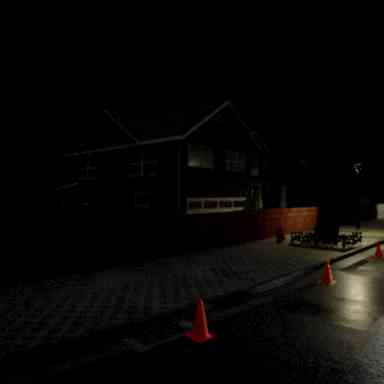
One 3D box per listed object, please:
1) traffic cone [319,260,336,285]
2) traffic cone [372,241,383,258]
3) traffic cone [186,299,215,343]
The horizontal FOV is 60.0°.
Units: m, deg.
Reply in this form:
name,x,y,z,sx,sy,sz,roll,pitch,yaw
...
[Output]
name,x,y,z,sx,sy,sz,roll,pitch,yaw
traffic cone,3.509,2.052,8.624,0.340,0.580,0.340,0,-1,43
traffic cone,6.904,2.106,12.295,0.340,0.580,0.340,0,-1,43
traffic cone,0.136,2.002,5.283,0.340,0.580,0.340,1,-1,-41
